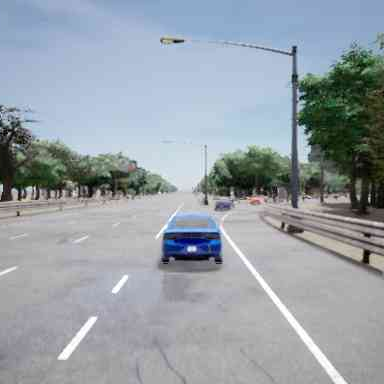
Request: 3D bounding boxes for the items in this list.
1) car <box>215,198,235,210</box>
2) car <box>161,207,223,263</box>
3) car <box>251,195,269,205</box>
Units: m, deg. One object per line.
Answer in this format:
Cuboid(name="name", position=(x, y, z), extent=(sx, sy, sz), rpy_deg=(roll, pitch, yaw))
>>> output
Cuboid(name="car", position=(4.230, 1.541, 42.245), extent=(1.812, 1.442, 4.674), rpy_deg=(0, 0, 18))
Cuboid(name="car", position=(0.005, 1.497, 11.985), extent=(1.882, 1.535, 5.008), rpy_deg=(0, 0, 0))
Cuboid(name="car", position=(12.316, 1.349, 60.072), extent=(2.097, 1.767, 4.553), rpy_deg=(0, 0, 31))
